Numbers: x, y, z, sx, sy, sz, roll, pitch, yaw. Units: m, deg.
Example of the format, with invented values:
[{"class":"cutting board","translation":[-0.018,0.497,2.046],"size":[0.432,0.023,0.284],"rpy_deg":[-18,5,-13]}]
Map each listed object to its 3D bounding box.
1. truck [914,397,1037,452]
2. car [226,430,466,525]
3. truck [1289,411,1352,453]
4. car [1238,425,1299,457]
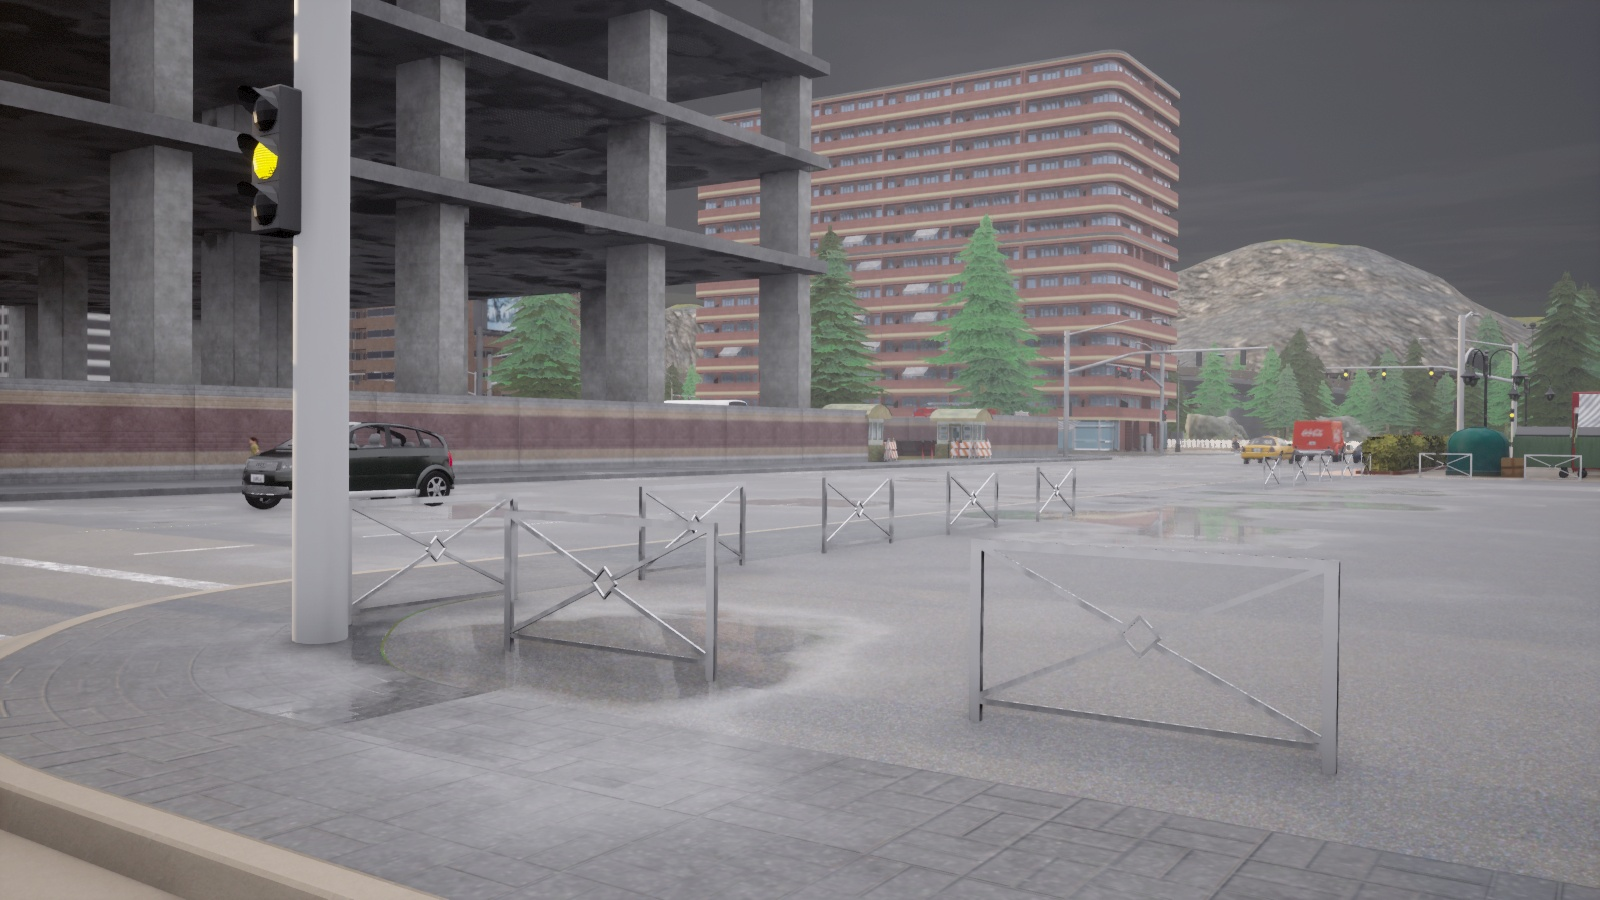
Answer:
[{"class":"truck","translation":[12.721,-1.797,91.465],"size":[8.468,3.827,2.891],"rpy_deg":[0,1,34]},{"class":"car","translation":[-8.052,0.420,22.540],"size":[1.789,1.549,3.705],"rpy_deg":[0,1,33]},{"class":"truck","translation":[31.794,-1.103,76.585],"size":[2.627,2.467,5.204],"rpy_deg":[0,1,33]},{"class":"car","translation":[24.441,-0.500,65.438],"size":[1.801,1.575,5.366],"rpy_deg":[0,1,33]}]
